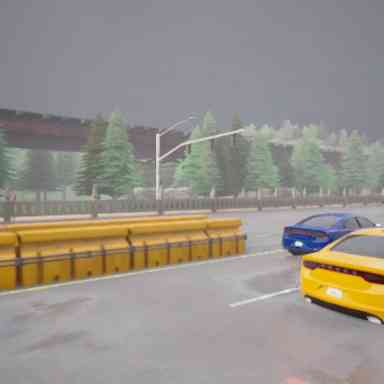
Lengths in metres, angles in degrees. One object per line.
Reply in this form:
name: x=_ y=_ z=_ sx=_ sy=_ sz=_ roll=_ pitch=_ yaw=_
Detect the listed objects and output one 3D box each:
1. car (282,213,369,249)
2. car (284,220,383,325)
car: x=5.371 y=1.483 z=11.882 sx=5.008 sy=1.535 sz=1.882 roll=0 pitch=0 yaw=-35
car: x=4.325 y=1.481 z=6.833 sx=5.008 sy=1.535 sz=1.882 roll=0 pitch=0 yaw=-36
